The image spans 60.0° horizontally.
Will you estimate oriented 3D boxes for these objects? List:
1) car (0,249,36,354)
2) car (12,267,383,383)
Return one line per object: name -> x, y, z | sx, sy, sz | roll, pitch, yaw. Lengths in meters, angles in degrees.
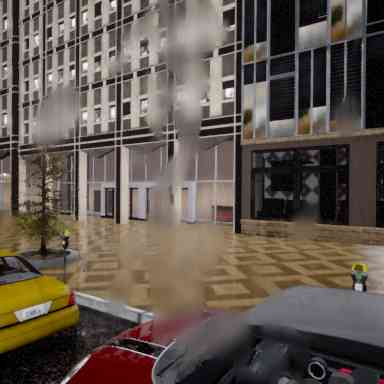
car -> -3.943, 1.524, 5.678 | 4.829, 1.417, 1.752 | 0, 1, 36
car -> 0.822, 1.440, 2.278 | 4.097, 1.590, 1.967 | 0, 1, 36
